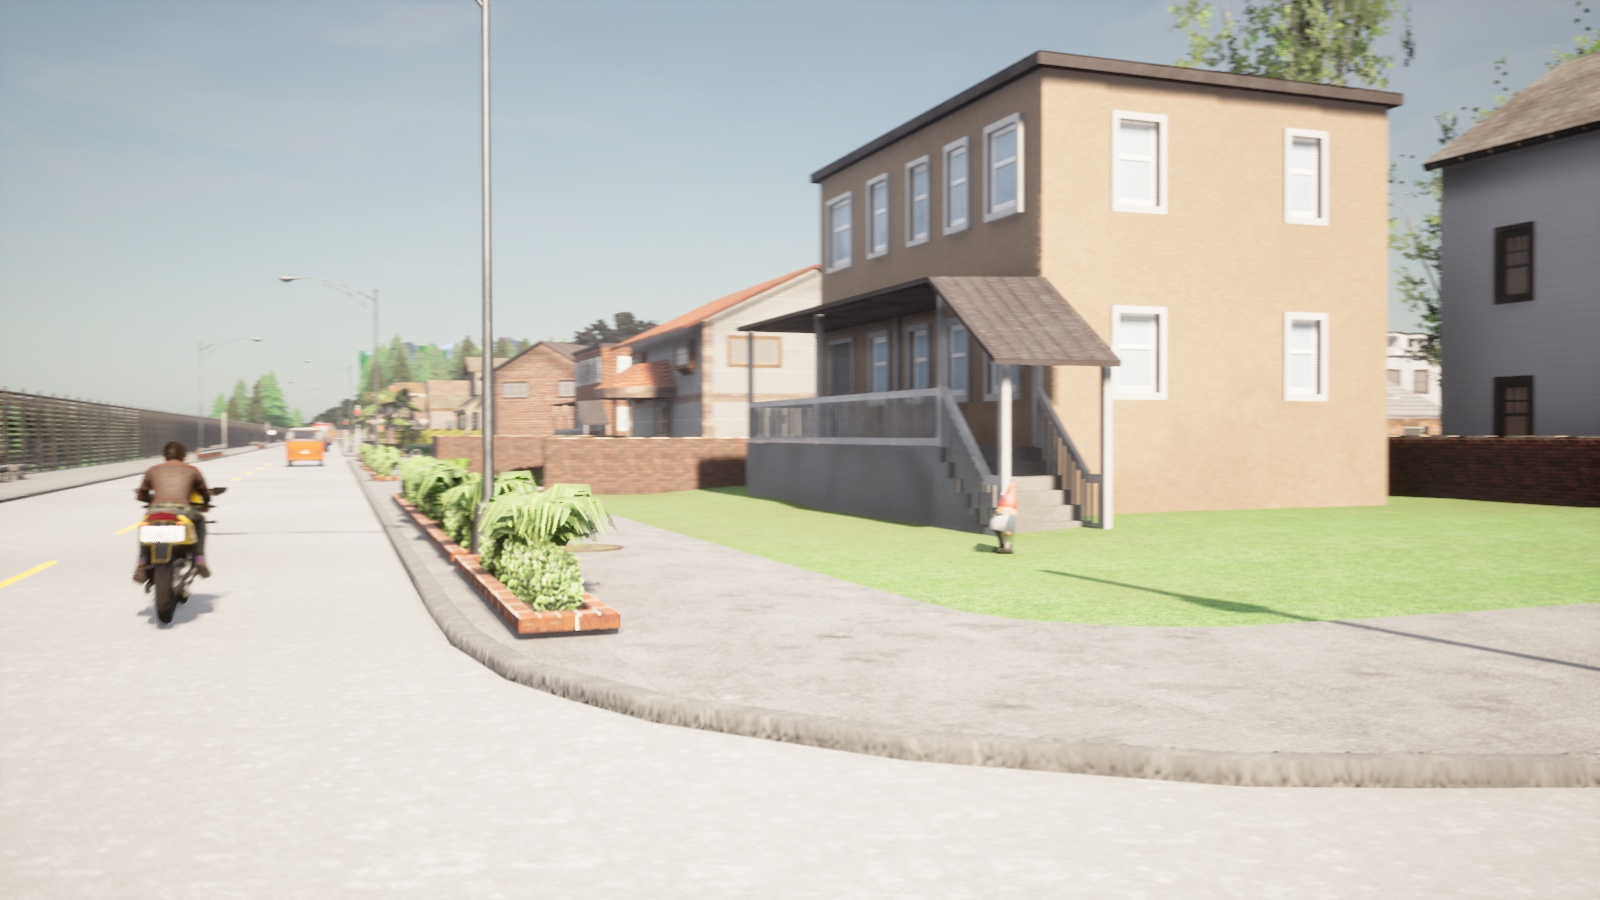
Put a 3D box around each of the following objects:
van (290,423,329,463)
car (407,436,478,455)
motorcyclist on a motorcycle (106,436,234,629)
[{"bbox_3d":[-25.060,-0.360,64.298,1.775,1.987,4.442,0,1,-20],"label":"van"},{"bbox_3d":[-25.270,-0.326,88.776,4.718,1.301,1.895,0,1,-20],"label":"car"},{"bbox_3d":[-5.485,0.642,11.042,0.797,1.523,2.044,0,1,-21],"label":"motorcyclist on a motorcycle"}]
